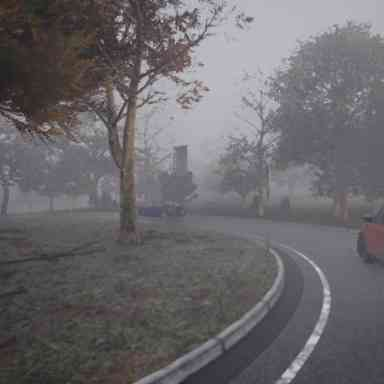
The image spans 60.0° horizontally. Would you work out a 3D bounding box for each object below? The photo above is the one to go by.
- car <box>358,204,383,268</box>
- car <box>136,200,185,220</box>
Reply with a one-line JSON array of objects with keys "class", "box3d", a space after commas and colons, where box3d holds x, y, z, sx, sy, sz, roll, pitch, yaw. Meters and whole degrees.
[{"class": "car", "box3d": [5.916, 1.229, 8.548, 2.150, 2.045, 5.566, 0, 0, 17]}, {"class": "car", "box3d": [-2.953, 1.422, 27.320, 5.008, 1.535, 1.882, 1, -1, 28]}]
